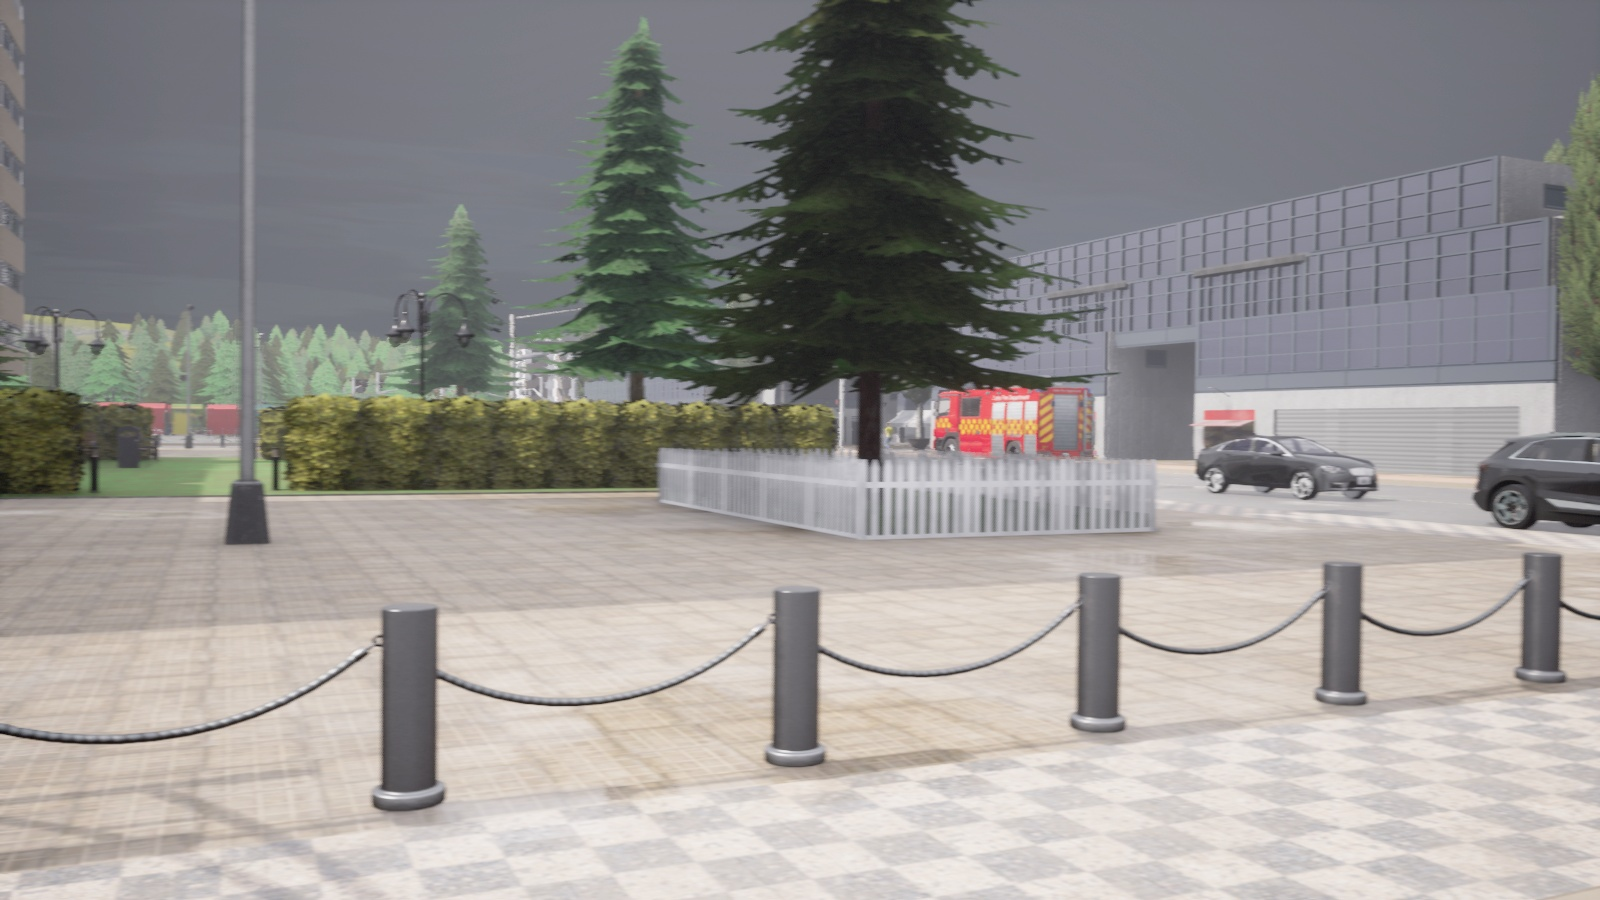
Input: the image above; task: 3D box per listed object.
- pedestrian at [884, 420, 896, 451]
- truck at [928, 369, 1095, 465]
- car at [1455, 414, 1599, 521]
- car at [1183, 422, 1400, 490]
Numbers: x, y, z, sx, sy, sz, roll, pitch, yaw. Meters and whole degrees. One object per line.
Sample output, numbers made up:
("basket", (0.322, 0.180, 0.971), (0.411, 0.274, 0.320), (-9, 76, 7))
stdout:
("pedestrian", (5.360, -0.866, 74.841), (0.354, 1.836, 0.706), (-1, 1, -27))
("truck", (8.985, -1.386, 54.654), (2.891, 3.827, 8.468), (-1, 1, -24))
("car", (13.273, 0.250, 19.938), (2.033, 1.649, 4.856), (-1, 1, -24))
("car", (12.033, 0.101, 31.110), (2.128, 1.511, 4.902), (-1, 1, -24))
